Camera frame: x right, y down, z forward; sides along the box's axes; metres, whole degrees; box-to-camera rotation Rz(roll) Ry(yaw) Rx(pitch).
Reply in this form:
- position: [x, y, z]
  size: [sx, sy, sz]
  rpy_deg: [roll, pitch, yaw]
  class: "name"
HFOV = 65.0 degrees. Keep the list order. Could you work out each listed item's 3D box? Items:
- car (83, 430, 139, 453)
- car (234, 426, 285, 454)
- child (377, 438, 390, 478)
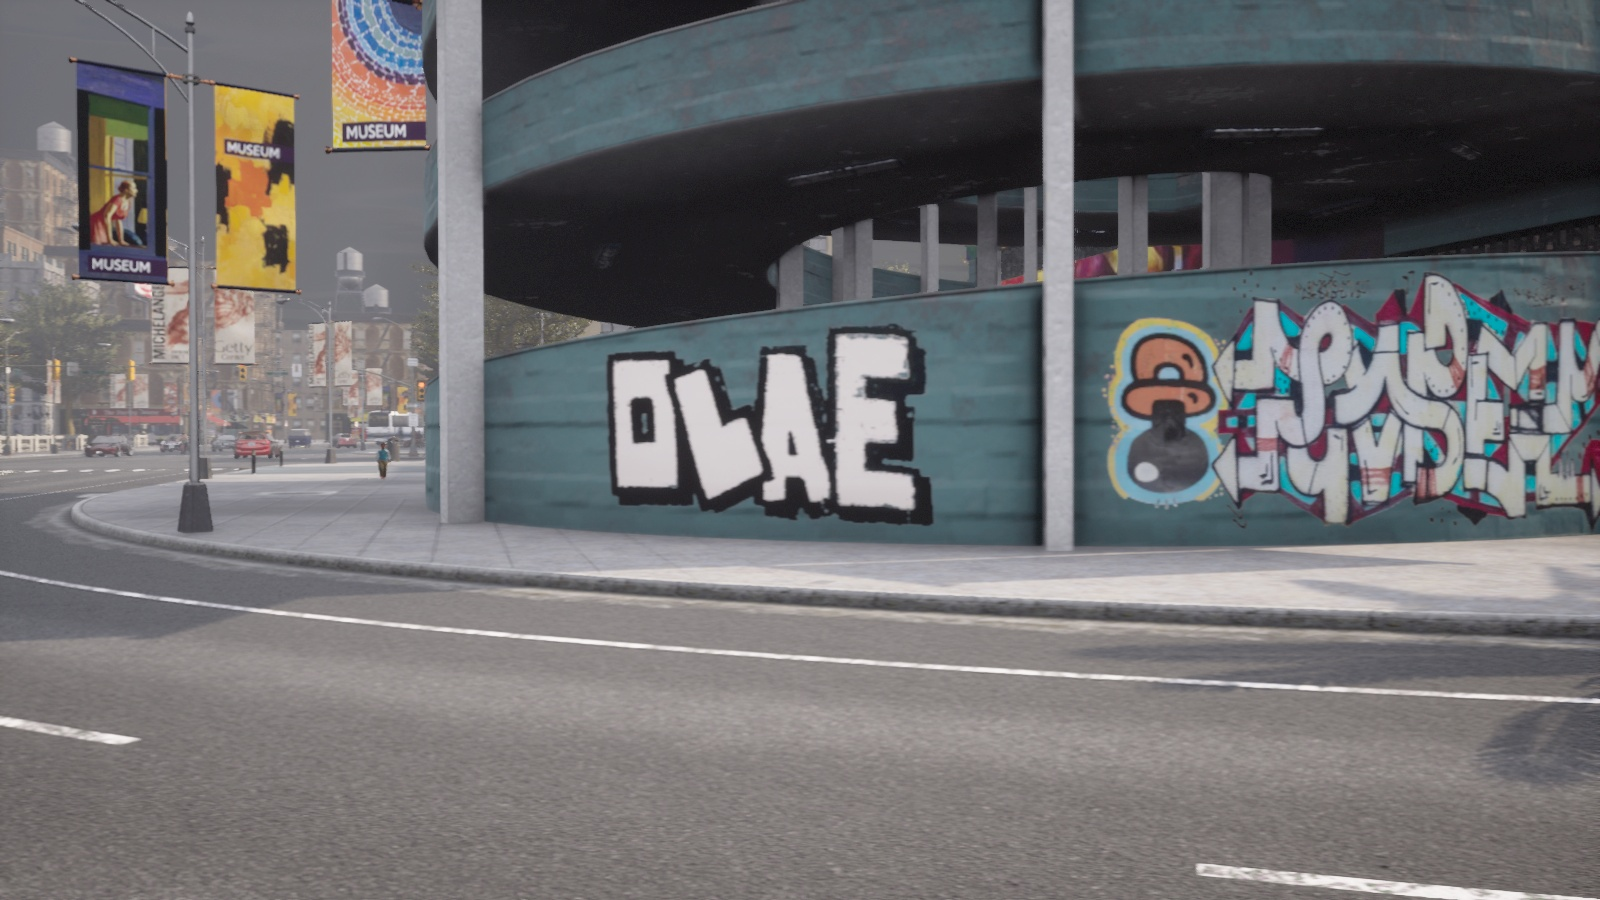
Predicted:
- position: [-45.914, -0.617, 83.743]
  size: [2.163, 1.488, 4.792]
  rpy_deg: [0, 1, -15]
  class: "car"
- position: [-33.550, -0.637, 78.014]
  size: [2.242, 1.667, 4.611]
  rpy_deg: [0, 1, -15]
  class: "car"
- position: [-12.634, 0.240, 38.110]
  size: [0.343, 1.192, 0.448]
  rpy_deg: [0, 1, -17]
  class: "child"
